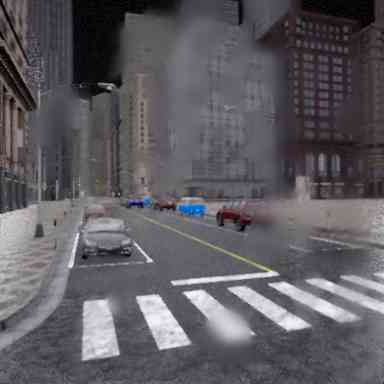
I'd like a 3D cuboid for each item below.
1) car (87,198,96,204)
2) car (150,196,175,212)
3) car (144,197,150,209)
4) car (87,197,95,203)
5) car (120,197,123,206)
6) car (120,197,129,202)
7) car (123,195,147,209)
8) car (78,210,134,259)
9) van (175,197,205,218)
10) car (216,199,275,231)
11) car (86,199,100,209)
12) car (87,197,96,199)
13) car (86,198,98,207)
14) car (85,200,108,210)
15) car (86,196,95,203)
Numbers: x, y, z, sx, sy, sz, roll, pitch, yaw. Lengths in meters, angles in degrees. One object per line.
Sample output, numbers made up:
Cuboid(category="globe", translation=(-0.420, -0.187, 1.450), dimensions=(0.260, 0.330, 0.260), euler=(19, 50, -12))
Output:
Cuboid(category="car", translation=(-22.841, 2.008, 75.381), dimensions=(1.947, 1.339, 4.313), euler=(0, -1, -17))
Cuboid(category="car", translation=(-3.315, 1.442, 41.436), dimensions=(2.192, 1.841, 5.009), euler=(0, 0, -17))
Cuboid(category="car", translation=(-4.942, 1.708, 46.646), dimensions=(2.008, 1.369, 4.403), euler=(0, 0, -17))
Cuboid(category="car", translation=(-26.043, 2.069, 85.640), dimensions=(1.752, 1.417, 4.829), euler=(0, -1, -17))
Cuboid(category="car", translation=(-11.675, 1.809, 59.638), dimensions=(2.033, 1.411, 5.357), euler=(0, 0, -20))
Cuboid(category="car", translation=(-17.955, 2.041, 88.340), dimensions=(1.887, 1.381, 4.507), euler=(0, -1, -17))
Cuboid(category="car", translation=(-8.556, 1.416, 49.578), dimensions=(2.150, 2.045, 5.566), euler=(0, 0, -17))
Cuboid(category="car", translation=(-3.323, 1.605, 12.844), dimensions=(2.008, 1.369, 4.403), euler=(1, 0, -17))
Cuboid(category="van", translation=(-0.061, 1.414, 31.011), dimensions=(1.690, 1.788, 3.998), euler=(0, 0, -17))
Cuboid(category="car", translation=(3.193, 1.340, 20.587), dimensions=(2.192, 1.841, 5.009), euler=(0, 0, -17))
Cuboid(category="car", translation=(-14.709, 1.789, 49.325), dimensions=(2.008, 1.369, 4.403), euler=(0, 0, -17))
Cuboid(category="car", translation=(-13.082, 1.757, 44.113), dimensions=(2.008, 1.369, 4.403), euler=(0, 0, -17))
Cuboid(category="car", translation=(-17.962, 1.855, 59.747), dimensions=(1.887, 1.381, 4.507), euler=(0, 0, -17))
Cuboid(category="car", translation=(-8.202, 1.667, 28.478), dimensions=(1.887, 1.381, 4.507), euler=(0, 0, -17))
Cuboid(category="car", translation=(-27.720, 1.917, 91.016), dimensions=(2.192, 1.841, 5.009), euler=(0, -1, -17))
